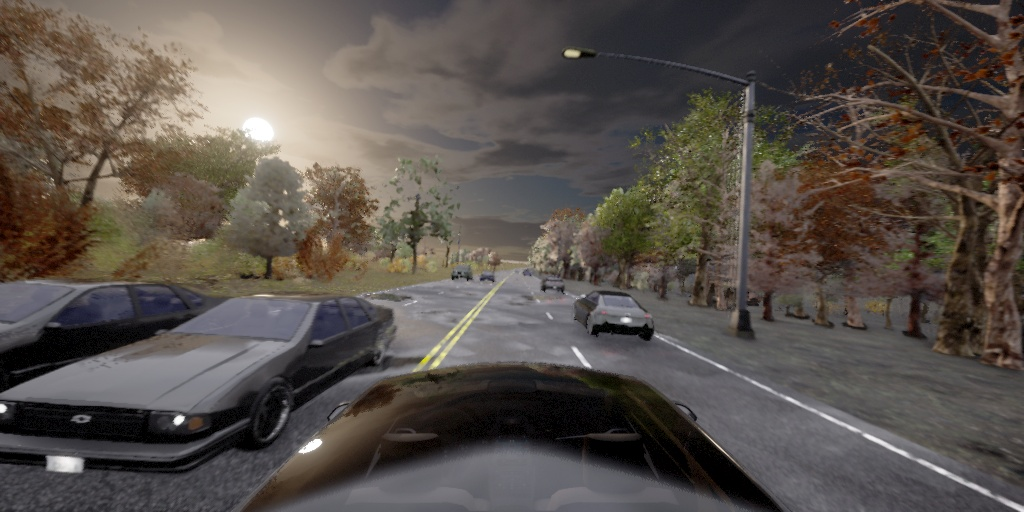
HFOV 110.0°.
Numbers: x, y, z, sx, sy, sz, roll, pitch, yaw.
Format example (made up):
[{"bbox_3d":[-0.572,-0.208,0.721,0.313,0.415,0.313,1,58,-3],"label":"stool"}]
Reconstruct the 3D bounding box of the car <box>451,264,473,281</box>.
[{"bbox_3d":[-6.287,2.110,45.849,2.150,2.045,5.566,4,-2,1],"label":"car"}]

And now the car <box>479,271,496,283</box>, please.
[{"bbox_3d":[-3.048,2.651,46.078,2.033,1.411,5.357,4,-2,1],"label":"car"}]

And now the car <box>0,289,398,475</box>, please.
[{"bbox_3d":[-3.309,1.257,5.348,2.033,1.411,5.357,4,-2,0],"label":"car"}]

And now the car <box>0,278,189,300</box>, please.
[{"bbox_3d":[-6.553,1.052,5.391,2.033,1.411,5.357,4,-2,0],"label":"car"}]

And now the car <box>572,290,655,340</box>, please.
[{"bbox_3d":[3.414,1.910,12.685,1.994,1.385,4.181,5,-1,0],"label":"car"}]

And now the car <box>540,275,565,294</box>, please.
[{"bbox_3d":[3.530,2.486,31.771,2.128,1.511,4.902,5,-3,0],"label":"car"}]
